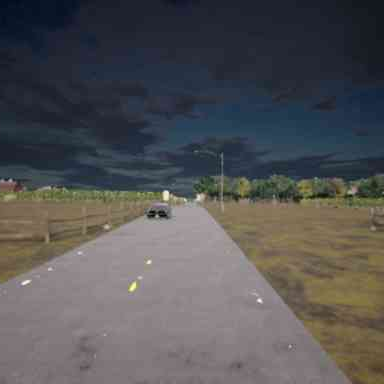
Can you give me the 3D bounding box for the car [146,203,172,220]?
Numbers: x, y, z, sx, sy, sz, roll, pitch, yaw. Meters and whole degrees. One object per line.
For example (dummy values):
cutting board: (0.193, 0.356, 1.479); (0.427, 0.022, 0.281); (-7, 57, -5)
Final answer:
car: (-2.767, 1.650, 28.667); (1.895, 1.301, 4.718); (0, 0, 0)
